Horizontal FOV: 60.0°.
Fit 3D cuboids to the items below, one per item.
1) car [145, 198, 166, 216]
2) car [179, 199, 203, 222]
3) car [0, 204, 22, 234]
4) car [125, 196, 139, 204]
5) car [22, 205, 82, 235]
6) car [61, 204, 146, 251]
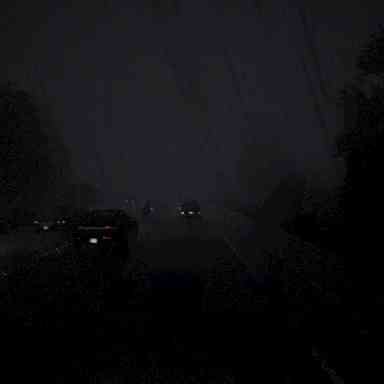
[{"bbox_3d":[-3.634,1.580,32.348,1.994,1.385,4.181,0,0,0],"label":"car"},{"bbox_3d":[-0.087,1.560,26.489,2.033,1.411,5.357,0,0,0],"label":"car"},{"bbox_3d":[-10.732,1.491,19.347,1.882,1.535,5.008,0,0,0],"label":"car"},{"bbox_3d":[-10.990,1.537,61.165,1.837,1.490,4.892,0,0,0],"label":"car"},{"bbox_3d":[-7.227,1.503,18.846,2.128,1.511,4.902,0,0,0],"label":"car"},{"bbox_3d":[-3.493,1.500,14.165,2.128,1.511,4.902,0,0,0],"label":"car"}]
